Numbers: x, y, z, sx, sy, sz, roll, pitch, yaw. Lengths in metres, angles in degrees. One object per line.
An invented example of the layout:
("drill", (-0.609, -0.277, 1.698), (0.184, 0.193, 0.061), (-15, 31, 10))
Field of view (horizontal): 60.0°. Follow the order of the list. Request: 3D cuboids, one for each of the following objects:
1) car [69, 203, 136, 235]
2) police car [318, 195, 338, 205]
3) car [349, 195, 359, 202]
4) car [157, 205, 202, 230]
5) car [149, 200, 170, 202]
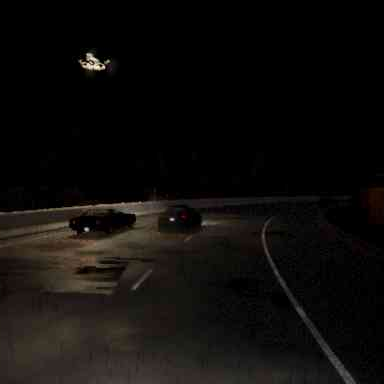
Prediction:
("car", (-4.757, 1.545, 18.622), (1.895, 1.301, 4.718), (0, 0, 12))
("police car", (23.532, 1.359, 57.360), (1.930, 1.638, 5.238), (0, 0, 42))
("car", (34.578, 1.382, 69.457), (4.181, 1.385, 1.994), (0, 0, -37))
("car", (-0.663, 1.515, 20.690), (1.994, 1.385, 4.181), (0, 0, 13))
("car", (-5.048, 1.225, 48.682), (2.097, 1.767, 4.553), (0, 0, 28))
